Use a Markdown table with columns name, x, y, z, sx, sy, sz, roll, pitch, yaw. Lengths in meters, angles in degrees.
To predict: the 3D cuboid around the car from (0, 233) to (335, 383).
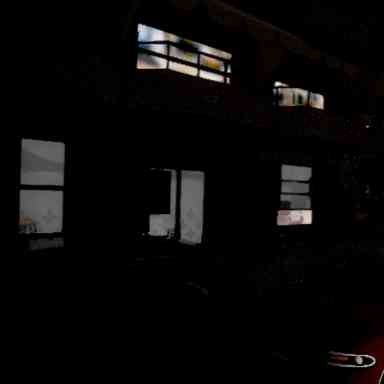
| name | x | y | z | sx | sy | sz | roll | pitch | yaw |
| --- | --- | --- | --- | --- | --- | --- | --- | --- | --- |
| car | -1.802 | 1.270 | 1.654 | 5.009 | 1.841 | 2.192 | 0 | 1 | -34 |

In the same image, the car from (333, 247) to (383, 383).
| name | x | y | z | sx | sy | sz | roll | pitch | yaw |
| --- | --- | --- | --- | --- | --- | --- | --- | --- | --- |
| car | 2.796 | 1.540 | 4.794 | 4.507 | 1.381 | 1.887 | 0 | 1 | -34 |
